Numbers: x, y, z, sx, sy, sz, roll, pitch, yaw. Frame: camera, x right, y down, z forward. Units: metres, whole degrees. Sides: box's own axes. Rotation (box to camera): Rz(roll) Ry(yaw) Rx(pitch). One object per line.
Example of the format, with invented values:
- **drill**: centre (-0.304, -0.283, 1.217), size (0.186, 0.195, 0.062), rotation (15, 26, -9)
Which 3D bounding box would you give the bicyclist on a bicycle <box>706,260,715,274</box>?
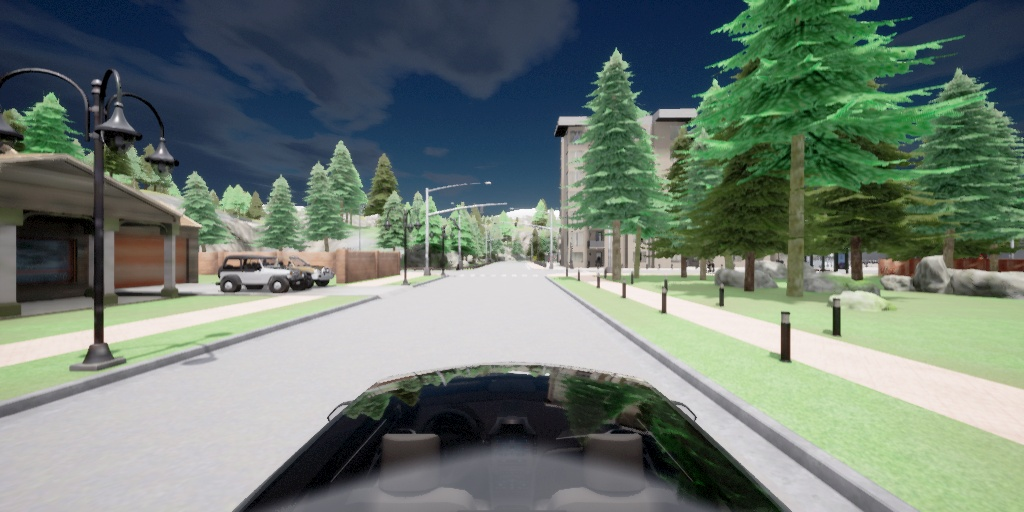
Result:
- **bicyclist on a bicycle**: centre (20.404, 1.040, 36.967), size (0.582, 1.620, 1.656), rotation (0, 0, 2)
